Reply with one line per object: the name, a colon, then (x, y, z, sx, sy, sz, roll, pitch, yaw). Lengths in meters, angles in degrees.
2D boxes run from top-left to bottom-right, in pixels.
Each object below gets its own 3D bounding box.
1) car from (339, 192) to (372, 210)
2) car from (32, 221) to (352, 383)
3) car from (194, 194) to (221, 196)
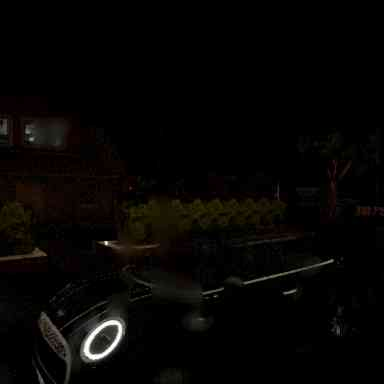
car: (17.452, 0.985, 36.235, 3.866, 1.878, 1.905, 0, 0, 0)
car: (0.254, 1.352, 4.783, 4.553, 1.767, 2.097, 0, 0, -35)
car: (1.831, 1.221, 30.197, 2.150, 2.045, 5.566, 0, 0, -35)
